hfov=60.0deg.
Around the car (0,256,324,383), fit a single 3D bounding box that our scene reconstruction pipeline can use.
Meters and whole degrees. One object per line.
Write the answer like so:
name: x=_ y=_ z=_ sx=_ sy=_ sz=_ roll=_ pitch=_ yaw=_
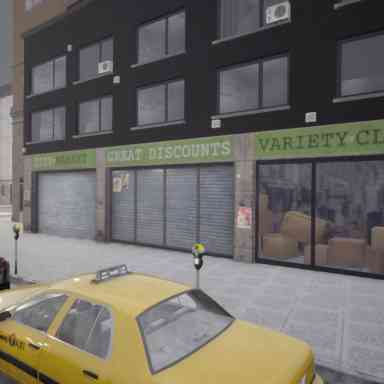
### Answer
car: x=-1.100 y=1.525 z=3.862 sx=4.829 sy=1.417 sz=1.752 roll=0 pitch=1 yaw=35
